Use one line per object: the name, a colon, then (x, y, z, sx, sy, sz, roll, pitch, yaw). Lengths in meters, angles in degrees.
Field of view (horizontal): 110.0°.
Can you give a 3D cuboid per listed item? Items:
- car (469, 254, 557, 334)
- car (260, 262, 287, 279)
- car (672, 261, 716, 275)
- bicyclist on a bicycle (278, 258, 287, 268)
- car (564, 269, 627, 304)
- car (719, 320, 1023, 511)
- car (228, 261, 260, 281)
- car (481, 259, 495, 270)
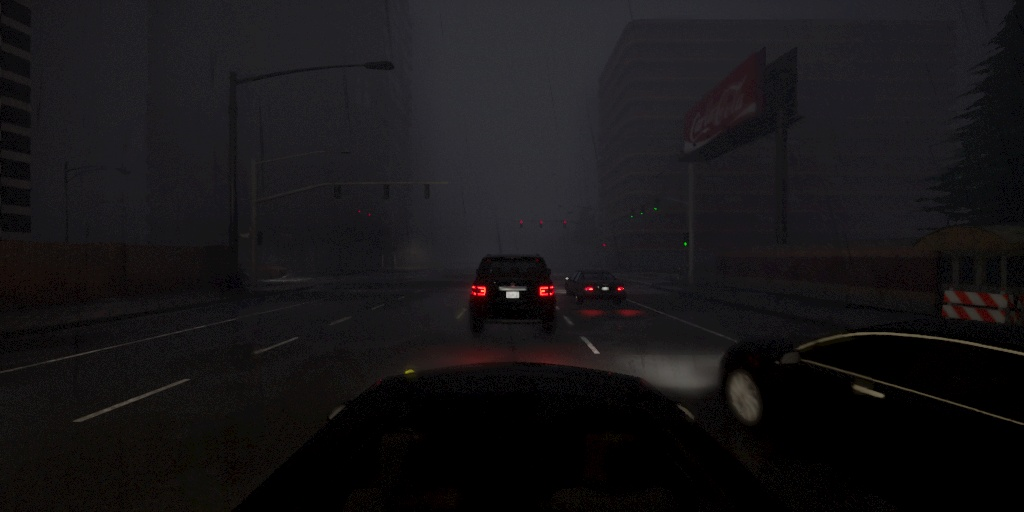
car: (0.042, 0.971, 10.770, 2.150, 2.045, 5.566, 0, 0, 1)
car: (-22.704, 1.227, 31.807, 5.008, 1.535, 1.882, 0, 0, 0)
car: (19.951, 1.275, 39.243, 4.674, 1.442, 1.812, 0, 0, 0)
bicyclist on a bicycle: (-28.012, 1.050, 43.759, 0.582, 1.620, 1.656, 0, 0, 0)
car: (3.588, 1.297, 16.222, 2.033, 1.411, 5.357, 0, 0, 0)
car: (3.600, 1.252, 2.697, 1.837, 1.490, 4.892, 0, -1, 0)
car: (-23.302, 1.241, 28.304, 4.902, 1.511, 2.128, 0, 0, 0)
car: (-3.563, 1.275, 54.960, 1.812, 1.442, 4.674, 0, 0, 0)
